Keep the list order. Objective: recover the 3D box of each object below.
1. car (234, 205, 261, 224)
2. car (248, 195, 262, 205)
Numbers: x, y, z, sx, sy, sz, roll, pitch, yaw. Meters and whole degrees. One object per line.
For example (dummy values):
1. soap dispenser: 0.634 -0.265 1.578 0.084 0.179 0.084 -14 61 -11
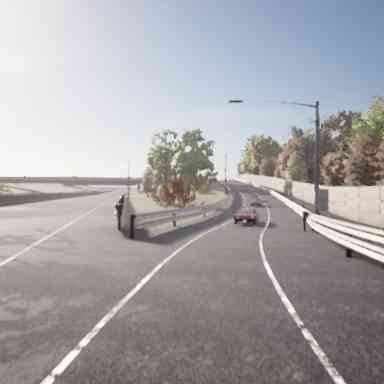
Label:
1. car: 4.947 2.123 29.716 1.895 1.301 4.718 0 0 15
2. car: 10.480 1.663 55.077 1.895 1.301 4.718 0 2 9
